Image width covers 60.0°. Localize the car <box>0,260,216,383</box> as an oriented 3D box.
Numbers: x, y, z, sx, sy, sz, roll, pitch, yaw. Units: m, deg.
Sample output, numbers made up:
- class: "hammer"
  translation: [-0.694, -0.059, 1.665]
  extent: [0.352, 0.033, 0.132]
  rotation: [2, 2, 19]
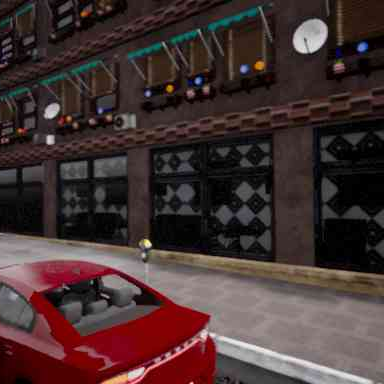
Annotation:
- class: "car"
  translation: [-1.866, 1.522, 4.074]
  extent: [4.507, 1.381, 1.887]
  rotation: [0, -1, 36]
